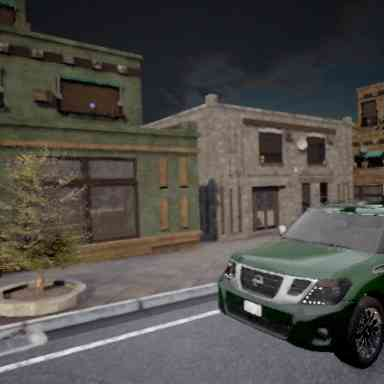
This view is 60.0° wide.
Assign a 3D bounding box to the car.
[{"bbox_3d":[3.076,1.218,6.099,5.566,2.045,2.150,0,0,-35],"label":"car"}]
